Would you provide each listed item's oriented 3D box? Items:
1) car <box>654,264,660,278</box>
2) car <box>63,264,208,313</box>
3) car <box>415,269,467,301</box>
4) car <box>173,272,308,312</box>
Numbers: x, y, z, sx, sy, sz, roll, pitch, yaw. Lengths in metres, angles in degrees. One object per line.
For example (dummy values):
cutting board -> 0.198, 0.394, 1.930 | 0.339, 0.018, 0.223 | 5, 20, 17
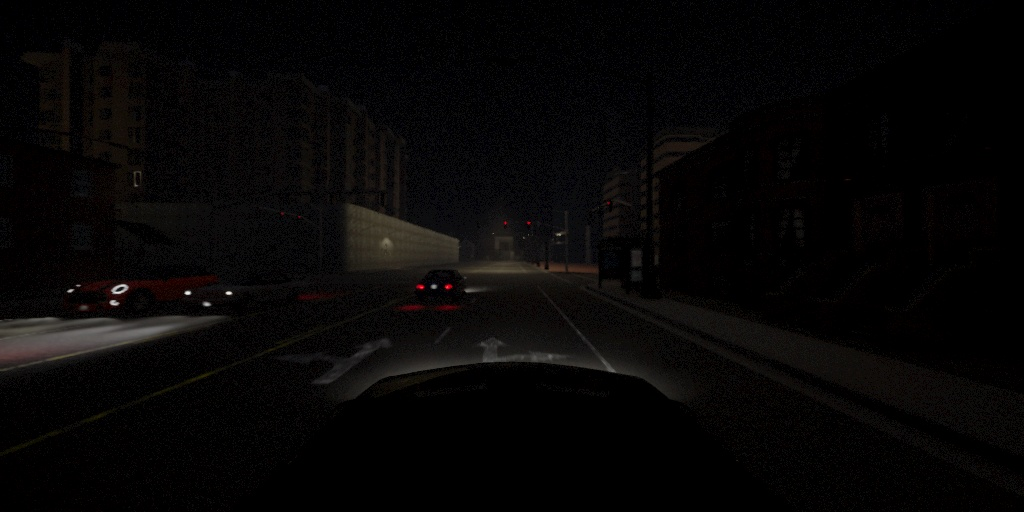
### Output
car -> 15.350, 1.348, 33.500 | 5.008, 1.535, 1.882 | 0, 0, 1
car -> -14.059, 1.122, 14.030 | 2.097, 1.767, 4.553 | 0, 0, 0
car -> -3.346, 1.343, 17.622 | 2.033, 1.411, 5.357 | 0, 0, -2
car -> -10.558, 1.377, 14.626 | 1.895, 1.301, 4.718 | 0, 0, 0
